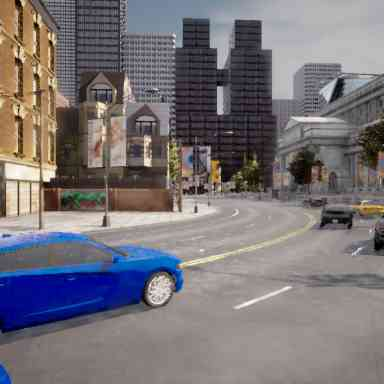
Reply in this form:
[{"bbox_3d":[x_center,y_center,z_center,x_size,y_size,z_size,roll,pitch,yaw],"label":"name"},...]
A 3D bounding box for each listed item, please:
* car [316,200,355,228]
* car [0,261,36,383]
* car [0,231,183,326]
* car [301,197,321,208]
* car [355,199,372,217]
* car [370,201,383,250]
[{"bbox_3d":[9.646,1.494,22.152,1.837,1.490,4.892,1,0,25],"label":"car"},{"bbox_3d":[-3.430,1.475,1.159,5.008,1.535,1.882,0,0,-32],"label":"car"},{"bbox_3d":[-2.454,1.471,6.097,5.008,1.535,1.882,0,0,-38],"label":"car"},{"bbox_3d":[17.548,1.478,48.680,1.837,1.490,4.892,0,0,-1],"label":"car"},{"bbox_3d":[16.184,1.443,30.925,1.801,1.575,5.366,0,0,14],"label":"car"},{"bbox_3d":[8.916,1.347,13.742,2.097,1.767,4.553,0,0,35],"label":"car"}]
